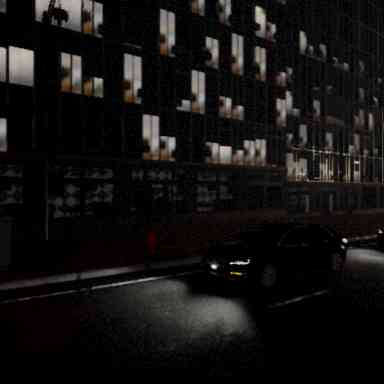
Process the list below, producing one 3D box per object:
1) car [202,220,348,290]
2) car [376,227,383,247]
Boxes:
[{"bbox_3d":[2.507,1.590,9.462,4.892,1.490,1.837,1,-1,-36],"label":"car"},{"bbox_3d":[10.114,1.717,14.858,4.674,1.442,1.812,1,0,-35],"label":"car"}]
